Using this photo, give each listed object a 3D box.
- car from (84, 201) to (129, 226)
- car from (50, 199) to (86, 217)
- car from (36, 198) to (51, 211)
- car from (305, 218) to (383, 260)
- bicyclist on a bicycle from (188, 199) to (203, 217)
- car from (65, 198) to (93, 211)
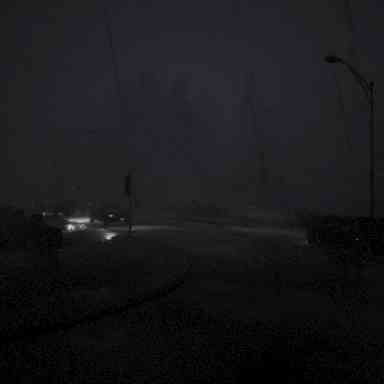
[{"bbox_3d":[-6.082,1.567,24.391,1.812,1.442,4.674,0,0,-36],"label":"car"},{"bbox_3d":[-11.910,1.533,32.545,2.128,1.511,4.902,0,0,-35],"label":"car"},{"bbox_3d":[-17.841,1.520,40.911,1.882,1.535,5.008,0,0,-35],"label":"car"},{"bbox_3d":[6.361,1.655,12.693,1.895,1.301,4.718,0,0,-14],"label":"car"},{"bbox_3d":[0.295,1.426,29.881,1.656,1.620,0.582,0,0,-35],"label":"bicyclist on a bicycle"},{"bbox_3d":[-14.983,1.608,43.941,2.033,1.411,5.357,0,0,-35],"label":"car"}]
